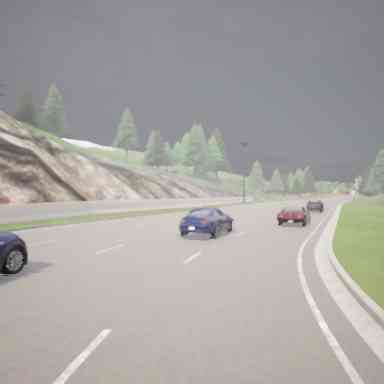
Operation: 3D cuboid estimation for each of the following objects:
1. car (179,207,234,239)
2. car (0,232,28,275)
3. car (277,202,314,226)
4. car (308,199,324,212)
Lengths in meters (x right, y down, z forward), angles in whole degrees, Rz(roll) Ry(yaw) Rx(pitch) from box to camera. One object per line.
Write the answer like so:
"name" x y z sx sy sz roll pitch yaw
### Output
"car" 0.845 1.534 17.644 1.812 1.442 4.674 1 0 22
"car" -5.882 1.290 7.556 2.097 1.767 4.553 1 0 9
"car" 7.514 1.680 24.270 1.895 1.301 4.718 1 0 24
"car" 15.096 1.651 40.850 2.128 1.511 4.902 1 0 25
